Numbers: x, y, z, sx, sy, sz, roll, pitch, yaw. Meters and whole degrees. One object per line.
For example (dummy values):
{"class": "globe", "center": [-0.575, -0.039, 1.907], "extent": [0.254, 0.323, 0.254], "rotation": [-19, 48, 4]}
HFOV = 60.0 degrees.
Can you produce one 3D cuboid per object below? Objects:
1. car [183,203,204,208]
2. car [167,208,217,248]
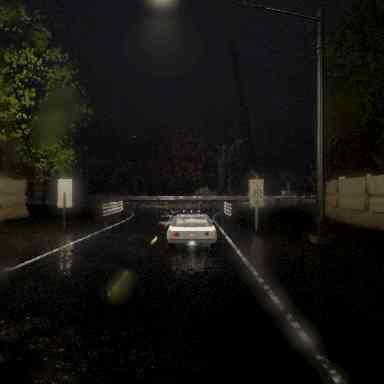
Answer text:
{"class": "car", "center": [0.146, 1.624, 29.548], "extent": [1.895, 1.301, 4.718], "rotation": [0, 0, 4]}
{"class": "car", "center": [0.000, 1.619, 14.689], "extent": [1.895, 1.301, 4.718], "rotation": [0, 0, 0]}
